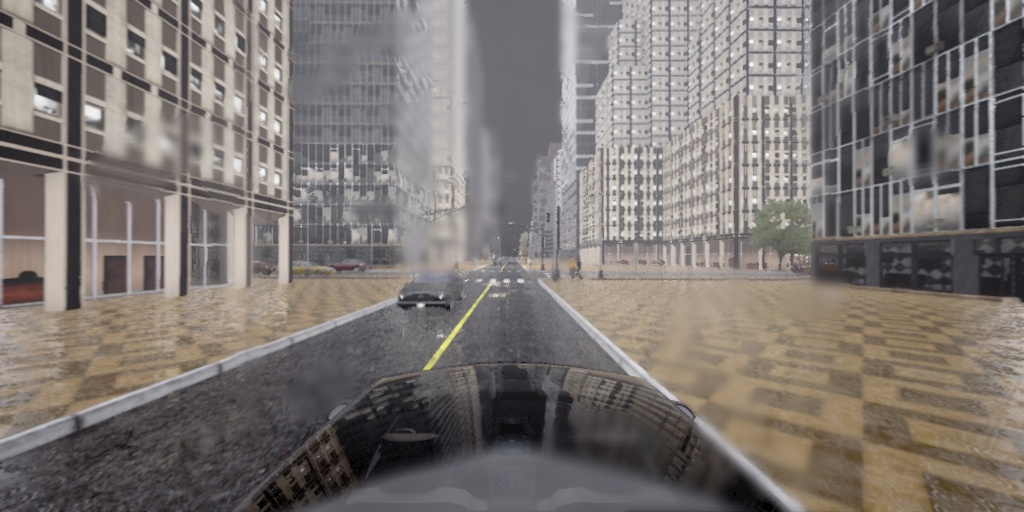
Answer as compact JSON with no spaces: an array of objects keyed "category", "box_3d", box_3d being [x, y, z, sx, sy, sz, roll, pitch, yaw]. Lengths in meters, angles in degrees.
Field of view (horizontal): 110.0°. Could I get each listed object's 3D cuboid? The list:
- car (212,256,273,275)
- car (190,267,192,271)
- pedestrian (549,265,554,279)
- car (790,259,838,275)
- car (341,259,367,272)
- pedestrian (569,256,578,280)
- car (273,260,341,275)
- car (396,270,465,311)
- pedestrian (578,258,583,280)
[{"category":"car","box_3d":[-24.744,0.902,33.111,5.009,1.841,2.192,0,0,-1]},{"category":"car","box_3d":[-34.645,1.060,35.653,4.674,1.442,1.812,0,0,-1]},{"category":"pedestrian","box_3d":[3.303,0.872,28.743,0.375,1.860,0.375,0,0,0]},{"category":"car","box_3d":[34.502,1.367,39.941,5.008,1.535,1.882,0,0,-1]},{"category":"car","box_3d":[-19.205,1.086,41.812,4.097,1.591,1.967,0,0,-1]},{"category":"pedestrian","box_3d":[4.638,0.905,27.542,0.375,1.860,0.375,0,0,0]},{"category":"car","box_3d":[-18.895,1.146,33.176,4.829,1.417,1.751,0,0,-1]},{"category":"car","box_3d":[-3.087,1.290,14.790,2.033,1.411,5.357,0,0,0]},{"category":"pedestrian","box_3d":[5.133,0.937,28.143,0.375,1.860,0.375,0,0,0]}]
